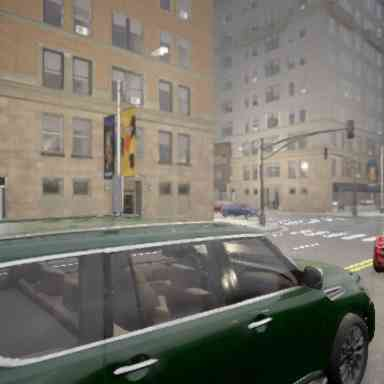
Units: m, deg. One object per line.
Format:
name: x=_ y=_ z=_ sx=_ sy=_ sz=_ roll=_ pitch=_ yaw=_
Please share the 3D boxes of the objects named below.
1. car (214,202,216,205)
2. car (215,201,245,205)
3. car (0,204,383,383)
car: x=3.617 y=1.841 z=42.450 sx=1.967 sy=1.590 sz=4.097 roll=0 pitch=-1 yaw=-41
car: x=4.822 y=1.809 z=32.667 sx=1.812 sy=1.442 sz=4.674 roll=0 pitch=-1 yaw=-41
car: x=-0.209 y=1.261 z=3.373 sx=5.566 sy=2.045 sz=2.150 roll=0 pitch=-1 yaw=-41
